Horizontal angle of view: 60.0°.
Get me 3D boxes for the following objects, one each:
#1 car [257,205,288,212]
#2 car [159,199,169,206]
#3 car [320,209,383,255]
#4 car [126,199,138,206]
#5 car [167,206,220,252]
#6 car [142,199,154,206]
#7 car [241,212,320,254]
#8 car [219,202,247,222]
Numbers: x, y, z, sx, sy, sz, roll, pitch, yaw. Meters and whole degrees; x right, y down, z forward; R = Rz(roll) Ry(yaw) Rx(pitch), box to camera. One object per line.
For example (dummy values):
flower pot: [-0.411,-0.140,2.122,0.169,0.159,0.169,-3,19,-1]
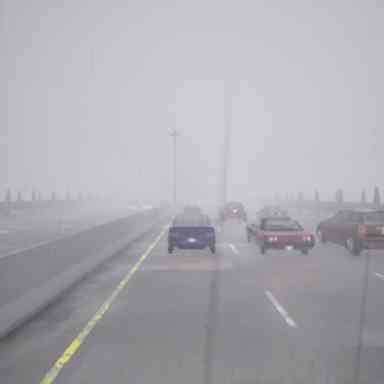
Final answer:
car: [6.987,1.816,29.026,2.033,1.411,5.357,0,0,0]
car: [-6.001,2.256,71.857,1.895,1.301,4.718,0,-1,2]
car: [6.996,1.481,14.124,2.097,1.767,4.553,0,-1,0]
car: [-12.999,2.258,72.056,1.895,1.301,4.718,0,-1,2]
car: [-0.001,1.613,14.531,1.882,1.535,5.008,0,0,0]
car: [-9.499,2.187,71.987,2.128,1.511,4.902,0,-1,2]
car: [3.495,1.732,14.145,1.895,1.301,4.718,0,0,0]
car: [3.489,1.619,29.121,2.097,1.767,4.553,0,-1,0]
